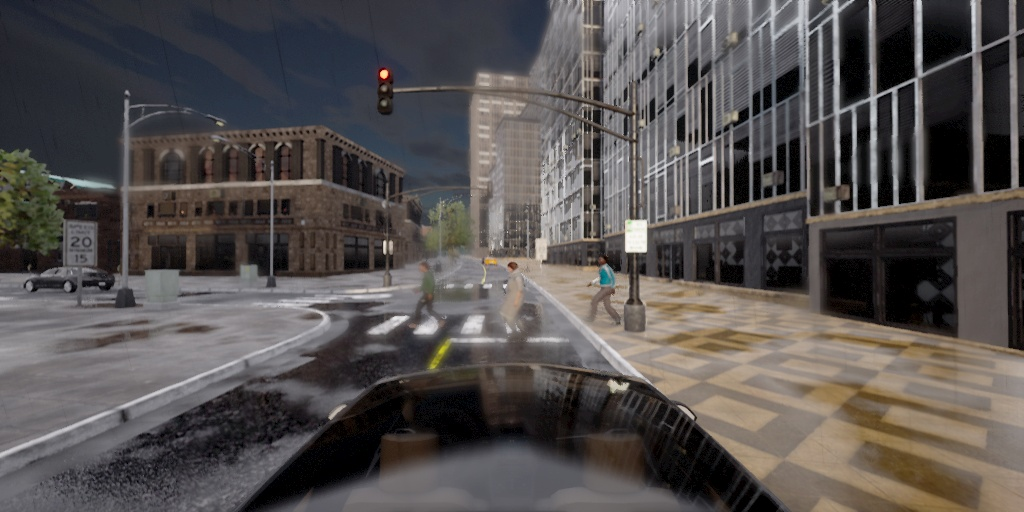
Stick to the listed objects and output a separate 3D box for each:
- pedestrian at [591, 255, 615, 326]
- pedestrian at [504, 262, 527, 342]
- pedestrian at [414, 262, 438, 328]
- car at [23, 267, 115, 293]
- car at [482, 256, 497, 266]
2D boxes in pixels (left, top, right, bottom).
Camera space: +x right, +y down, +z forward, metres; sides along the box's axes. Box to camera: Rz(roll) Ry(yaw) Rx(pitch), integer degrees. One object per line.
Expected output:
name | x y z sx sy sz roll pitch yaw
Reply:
pedestrian | 2.314 0.841 9.124 0.375 1.860 0.375 1 -1 -1
pedestrian | 0.068 0.999 8.193 0.375 1.860 0.375 1 -1 -1
pedestrian | -2.273 0.989 9.510 0.375 1.860 0.375 1 -1 -1
car | -24.224 1.255 19.651 4.403 1.370 2.007 0 0 9
car | -3.539 0.815 59.276 1.882 1.535 5.008 0 0 -7
